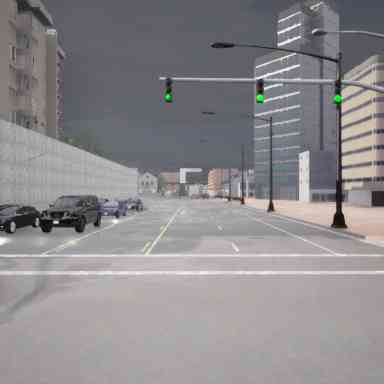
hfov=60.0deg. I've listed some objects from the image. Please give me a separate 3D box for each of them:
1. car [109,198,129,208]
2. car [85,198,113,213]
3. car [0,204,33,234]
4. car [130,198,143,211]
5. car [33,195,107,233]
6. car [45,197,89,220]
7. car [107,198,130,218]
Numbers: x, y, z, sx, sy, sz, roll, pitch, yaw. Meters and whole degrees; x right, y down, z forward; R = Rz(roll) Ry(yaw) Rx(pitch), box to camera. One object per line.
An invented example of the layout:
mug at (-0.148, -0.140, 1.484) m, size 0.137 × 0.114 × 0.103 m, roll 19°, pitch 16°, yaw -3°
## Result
car at (-10.568, 1.600, 48.432) m, size 1.895 × 1.301 × 4.718 m, roll 0°, pitch 0°, yaw 0°
car at (-10.603, 1.504, 38.372) m, size 1.837 × 1.490 × 4.892 m, roll 0°, pitch 0°, yaw 0°
car at (-10.605, 1.504, 19.486) m, size 1.837 × 1.490 × 4.892 m, roll 0°, pitch 0°, yaw 0°
car at (-7.100, 1.491, 40.100) m, size 2.128 × 1.511 × 4.902 m, roll 0°, pitch 0°, yaw 0°
car at (-7.101, 1.221, 20.117) m, size 2.150 × 2.045 × 5.566 m, roll 0°, pitch 0°, yaw 0°
car at (-10.607, 1.352, 28.554) m, size 2.097 × 1.767 × 4.553 m, roll 0°, pitch 0°, yaw 0°
car at (-7.106, 1.525, 29.758) m, size 1.812 × 1.442 × 4.674 m, roll 0°, pitch 0°, yaw 0°
